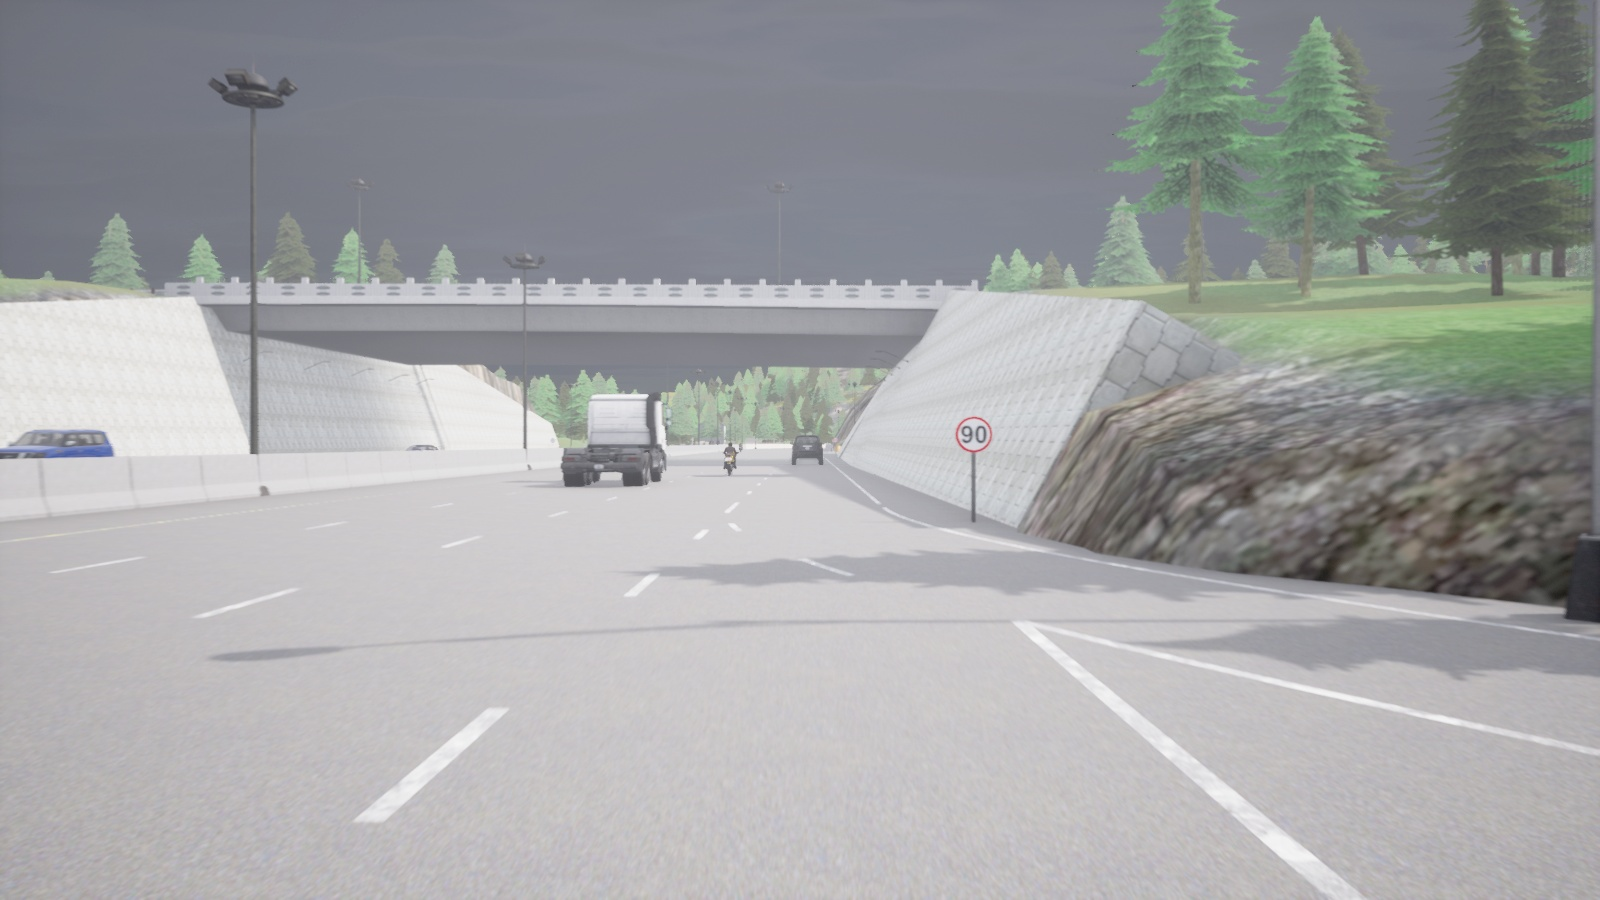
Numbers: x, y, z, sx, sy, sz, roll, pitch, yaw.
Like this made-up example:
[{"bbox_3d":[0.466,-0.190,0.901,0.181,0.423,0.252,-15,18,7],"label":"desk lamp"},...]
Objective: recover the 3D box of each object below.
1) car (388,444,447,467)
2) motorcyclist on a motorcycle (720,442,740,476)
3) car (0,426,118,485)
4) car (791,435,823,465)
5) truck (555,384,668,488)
[{"bbox_3d":[-24.035,0.333,79.145,2.033,1.411,5.357,0,0,0],"label":"car"},{"bbox_3d":[-3.162,0.409,56.859,0.797,1.523,2.044,0,0,0],"label":"motorcyclist on a motorcycle"},{"bbox_3d":[-27.722,0.185,46.275,2.150,2.045,5.566,0,0,0],"label":"car"},{"bbox_3d":[0.513,-0.022,87.570,2.150,2.045,5.566,0,0,0],"label":"car"},{"bbox_3d":[-6.723,-0.496,45.875,2.891,3.462,7.936,0,0,0],"label":"truck"}]
